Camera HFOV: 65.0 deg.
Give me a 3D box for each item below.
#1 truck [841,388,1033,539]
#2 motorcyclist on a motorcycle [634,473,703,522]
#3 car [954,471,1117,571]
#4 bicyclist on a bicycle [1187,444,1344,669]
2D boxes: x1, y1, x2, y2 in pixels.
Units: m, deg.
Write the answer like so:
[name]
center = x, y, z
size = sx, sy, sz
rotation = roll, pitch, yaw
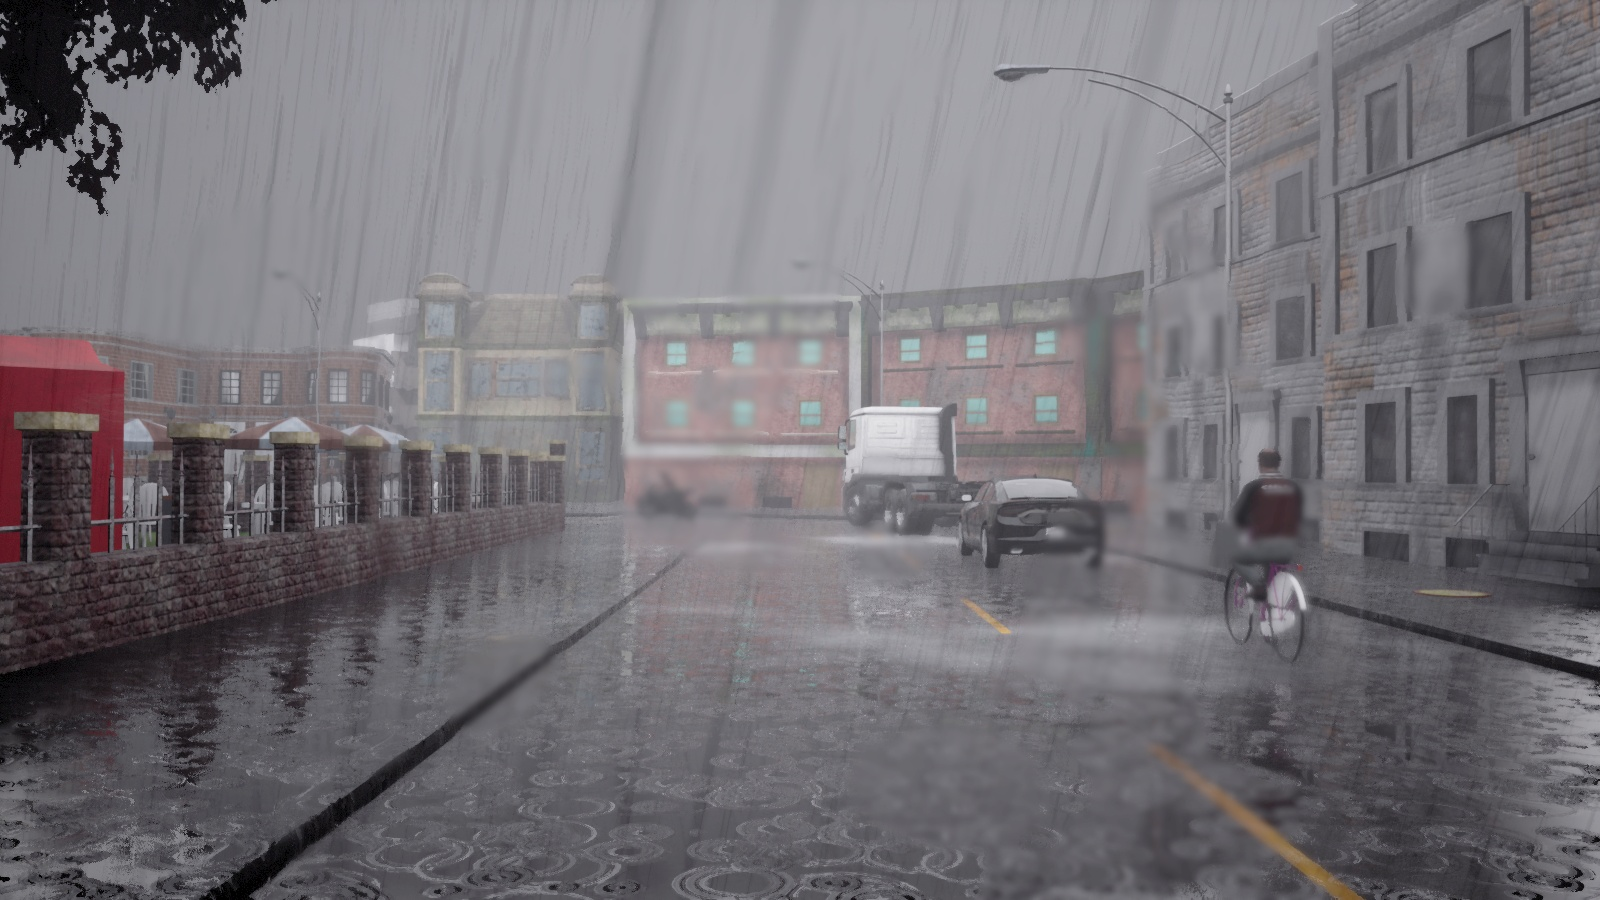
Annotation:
[truck]
center = 3.311, 0.372, 32.900
size = 2.891, 3.462, 7.936
rotation = 0, -1, -10
[motorcyclist on a motorcycle]
center = -4.164, 1.482, 39.784
size = 2.044, 1.523, 0.797
rotation = -1, -1, 17
[car]
center = 3.940, 1.143, 21.888
size = 1.882, 1.535, 5.008
rotation = 0, -1, 0
[bicyclist on a bicycle]
center = 3.969, 0.851, 10.862
size = 0.659, 1.776, 1.843
rotation = 0, -1, 0
